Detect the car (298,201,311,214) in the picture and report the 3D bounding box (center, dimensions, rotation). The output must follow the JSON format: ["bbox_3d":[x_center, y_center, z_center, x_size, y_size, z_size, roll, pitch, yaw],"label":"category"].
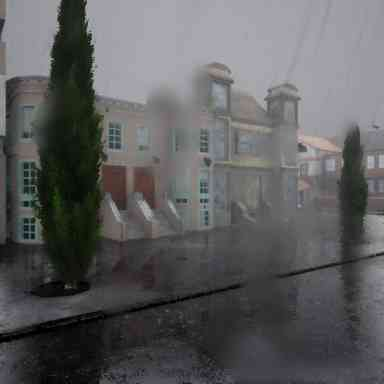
[{"bbox_3d":[10.036,1.352,34.557,2.097,1.767,4.553,0,0,-35],"label":"car"}]
